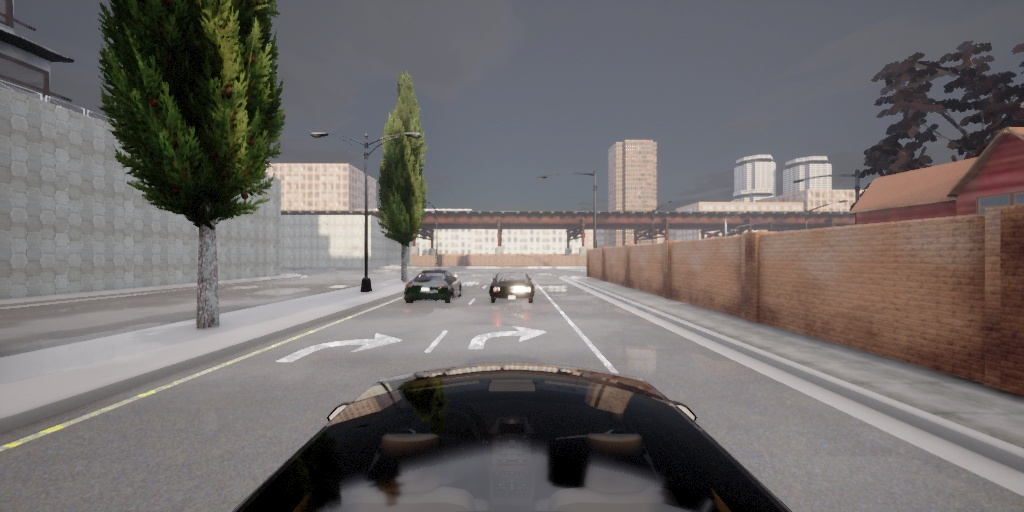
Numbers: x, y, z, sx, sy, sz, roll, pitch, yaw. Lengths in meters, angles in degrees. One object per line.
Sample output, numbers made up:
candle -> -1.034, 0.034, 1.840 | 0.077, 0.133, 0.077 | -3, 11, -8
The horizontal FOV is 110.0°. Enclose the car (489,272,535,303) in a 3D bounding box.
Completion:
car -> 0.000, 1.366, 16.530 | 1.895, 1.301, 4.718 | 0, 0, 0

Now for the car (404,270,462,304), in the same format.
car -> -3.500, 1.322, 16.500 | 1.994, 1.385, 4.181 | 0, 0, 0
